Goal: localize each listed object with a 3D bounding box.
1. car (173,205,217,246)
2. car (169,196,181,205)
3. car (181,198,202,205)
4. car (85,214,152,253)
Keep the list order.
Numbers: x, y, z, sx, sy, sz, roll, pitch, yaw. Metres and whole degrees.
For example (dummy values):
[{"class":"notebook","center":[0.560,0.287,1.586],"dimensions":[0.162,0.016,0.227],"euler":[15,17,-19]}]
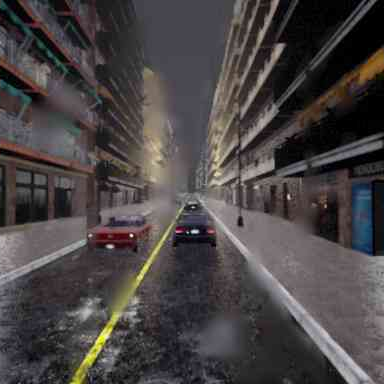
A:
[{"class":"car","center":[0.108,1.553,15.169],"dimensions":[2.033,1.411,5.357],"euler":[0,0,0]},{"class":"car","center":[-2.771,1.450,56.450],"dimensions":[1.882,1.535,5.008],"euler":[0,0,1]},{"class":"car","center":[0.119,1.561,36.457],"dimensions":[1.994,1.385,4.181],"euler":[0,0,0]},{"class":"car","center":[-2.841,1.606,13.805],"dimensions":[1.895,1.301,4.718],"euler":[0,0,0]}]
